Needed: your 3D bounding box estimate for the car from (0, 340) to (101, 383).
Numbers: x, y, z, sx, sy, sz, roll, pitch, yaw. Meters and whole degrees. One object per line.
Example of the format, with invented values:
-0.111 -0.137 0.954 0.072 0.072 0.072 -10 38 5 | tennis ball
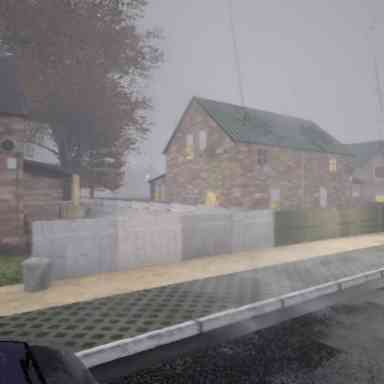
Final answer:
-2.378 1.566 1.374 4.181 1.385 1.994 0 0 -36 | car
